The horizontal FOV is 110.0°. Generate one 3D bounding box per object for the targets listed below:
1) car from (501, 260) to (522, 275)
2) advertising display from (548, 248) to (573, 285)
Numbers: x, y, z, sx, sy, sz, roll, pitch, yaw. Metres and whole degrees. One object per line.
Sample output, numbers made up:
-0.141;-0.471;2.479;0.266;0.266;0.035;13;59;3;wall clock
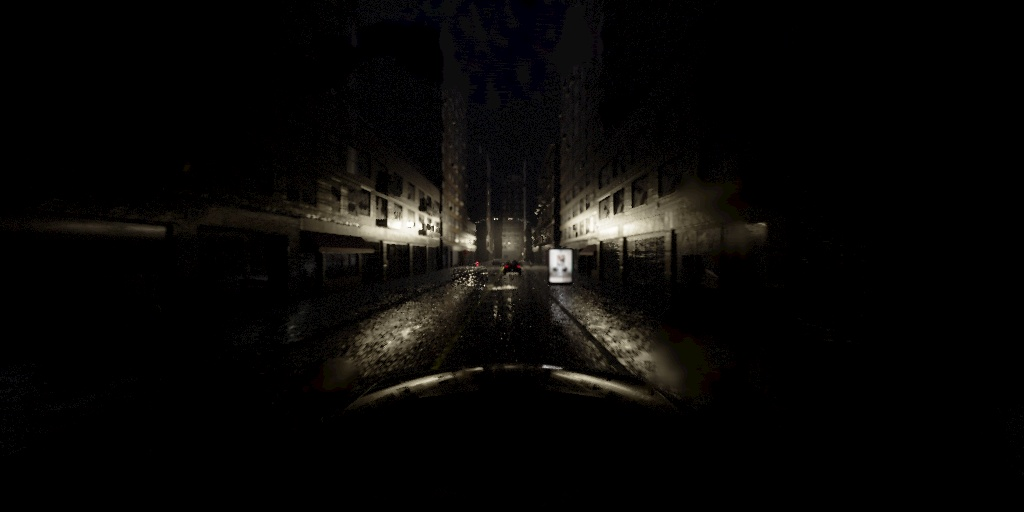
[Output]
0.063;1.219;38.538;1.812;1.442;4.674;0;0;1;car
3.012;0.749;22.292;1.540;2.440;0.280;0;0;0;advertising display
